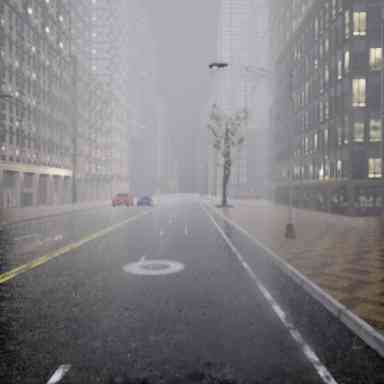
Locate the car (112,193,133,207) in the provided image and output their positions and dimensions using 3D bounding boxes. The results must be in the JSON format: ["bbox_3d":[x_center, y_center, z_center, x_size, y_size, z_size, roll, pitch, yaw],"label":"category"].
[{"bbox_3d":[-9.822,1.094,47.493,2.150,2.045,5.566,0,0,0],"label":"car"}]

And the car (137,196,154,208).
[{"bbox_3d":[-6.576,1.348,46.977,1.882,1.535,5.008,0,0,0],"label":"car"}]

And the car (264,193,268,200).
[{"bbox_3d":[21.543,1.228,89.426,5.009,1.841,2.192,0,1,3],"label":"car"}]

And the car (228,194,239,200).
[{"bbox_3d":[12.587,1.337,92.484,5.008,1.535,1.882,0,1,3],"label":"car"}]

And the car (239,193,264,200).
[{"bbox_3d":[15.989,1.218,89.623,5.009,1.841,2.192,0,1,3],"label":"car"}]
